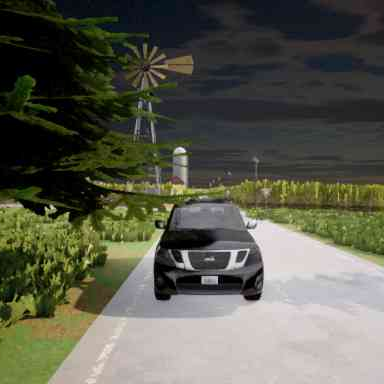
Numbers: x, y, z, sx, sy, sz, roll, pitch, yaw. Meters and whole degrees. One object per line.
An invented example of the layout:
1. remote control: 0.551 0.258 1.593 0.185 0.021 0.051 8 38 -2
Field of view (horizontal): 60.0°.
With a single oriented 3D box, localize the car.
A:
1. car: 0.334 1.221 8.702 2.150 2.045 5.566 0 0 0
